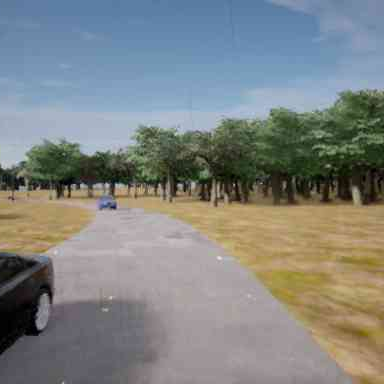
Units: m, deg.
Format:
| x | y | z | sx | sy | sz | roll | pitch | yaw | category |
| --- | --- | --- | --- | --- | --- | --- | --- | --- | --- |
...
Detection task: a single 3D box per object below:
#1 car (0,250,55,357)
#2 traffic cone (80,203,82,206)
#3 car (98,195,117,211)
| x | y | z | sx | sy | sz | roll | pitch | yaw | category |
| --- | --- | --- | --- | --- | --- | --- | --- | --- | --- |
| -3.282 | 1.508 | 3.909 | 1.882 | 1.535 | 5.008 | 0 | 0 | -3 | car |
| -19.004 | 2.358 | 58.354 | 0.580 | 0.340 | 0.340 | -1 | 0 | -21 | traffic cone |
| -11.541 | 1.421 | 45.187 | 2.150 | 2.045 | 5.566 | 0 | 0 | -20 | car |
